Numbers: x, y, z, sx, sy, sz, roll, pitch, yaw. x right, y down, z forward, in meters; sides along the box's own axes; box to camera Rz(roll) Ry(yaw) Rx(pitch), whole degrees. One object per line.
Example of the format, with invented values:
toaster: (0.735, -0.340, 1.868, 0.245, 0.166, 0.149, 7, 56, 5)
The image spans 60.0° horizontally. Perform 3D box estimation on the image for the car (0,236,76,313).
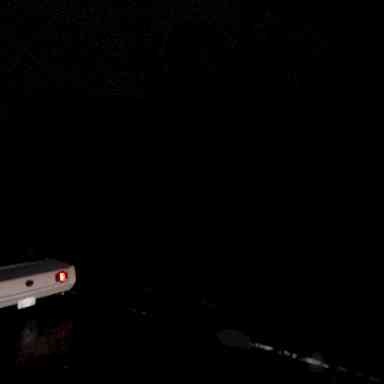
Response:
car: (-4.627, 1.604, 6.982, 4.718, 1.301, 1.895, 0, 0, 36)
